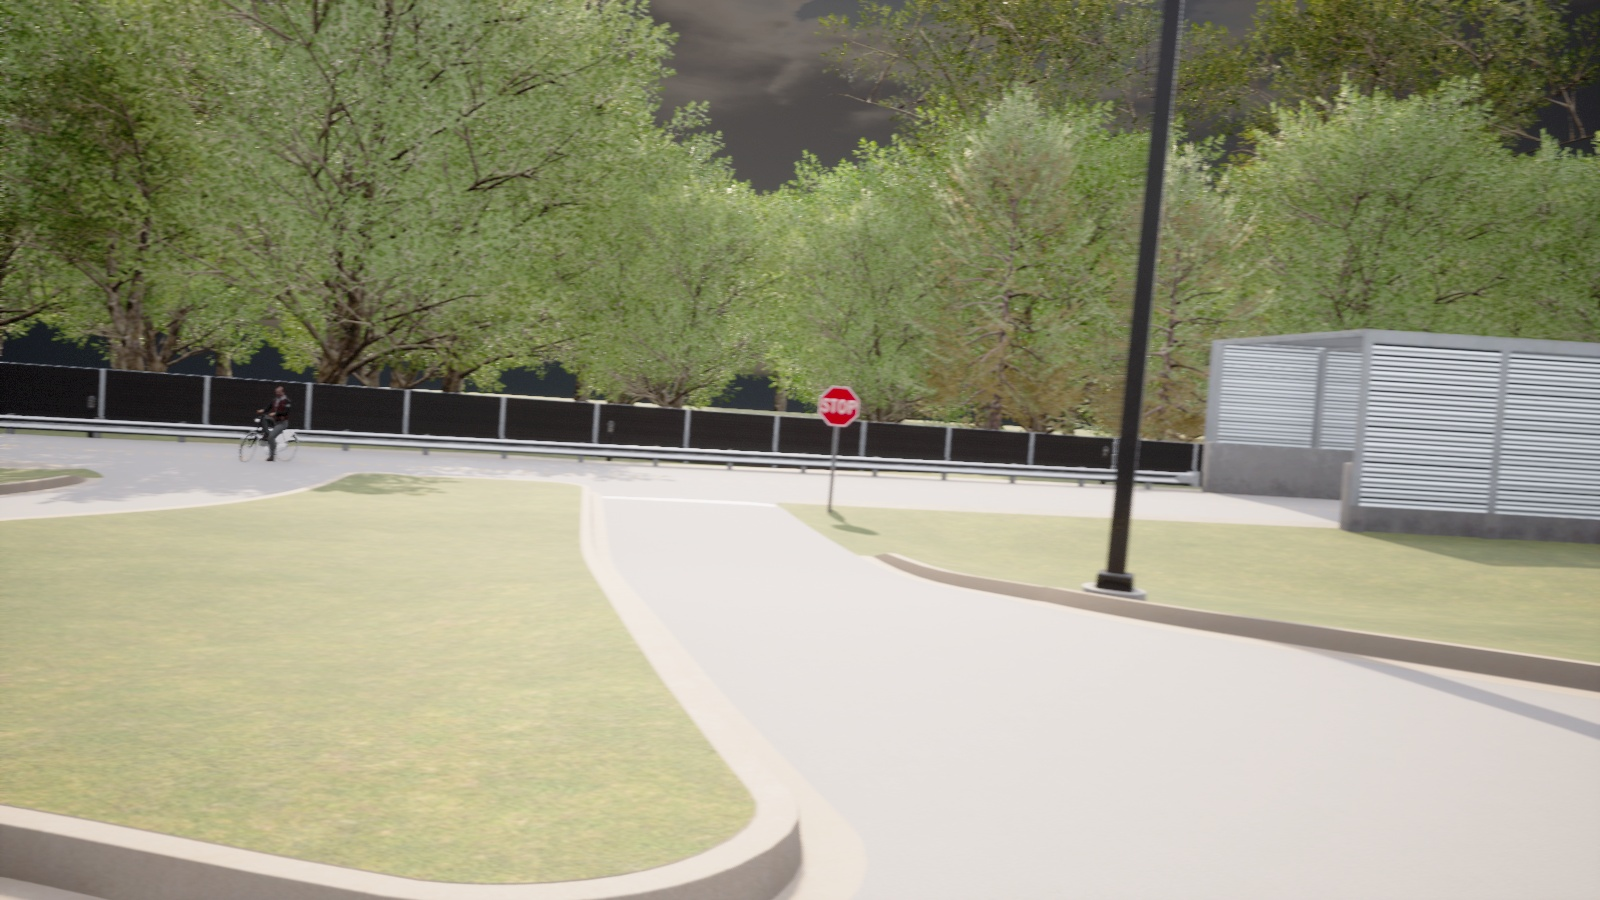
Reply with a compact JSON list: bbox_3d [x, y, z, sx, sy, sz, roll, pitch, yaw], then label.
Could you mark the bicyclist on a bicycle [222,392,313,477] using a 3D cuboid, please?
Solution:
[{"bbox_3d":[-11.954,-0.355,28.259,0.659,1.776,1.843,8,4,20],"label":"bicyclist on a bicycle"}]
